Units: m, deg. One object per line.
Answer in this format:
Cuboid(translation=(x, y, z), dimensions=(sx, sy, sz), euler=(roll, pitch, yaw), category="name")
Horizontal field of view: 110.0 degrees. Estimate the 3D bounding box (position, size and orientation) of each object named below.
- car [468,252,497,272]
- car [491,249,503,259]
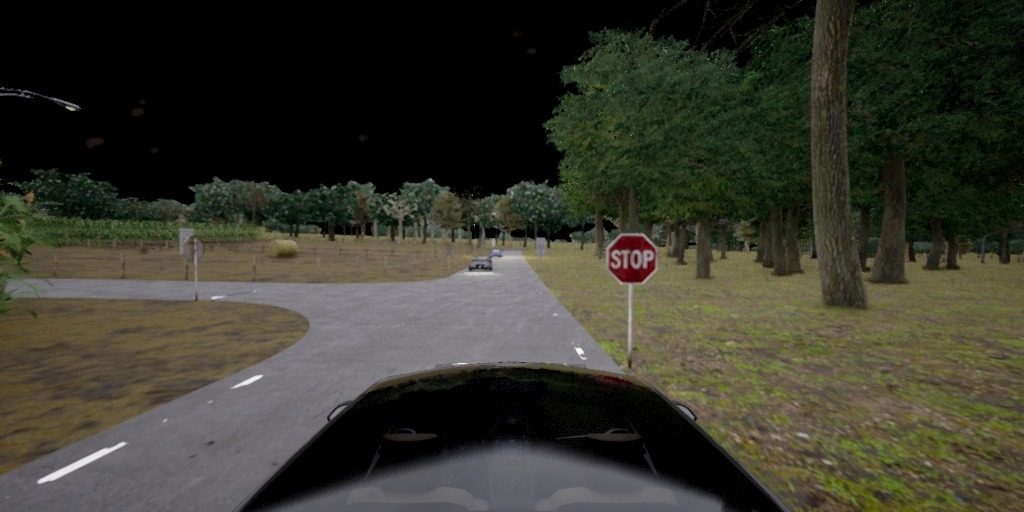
Cuboid(translation=(-2.687, 0.652, 32.101), dimensions=(1.994, 1.385, 4.181), euler=(0, 2, 0), category="car")
Cuboid(translation=(-2.629, -0.353, 58.939), dimensions=(1.812, 1.442, 4.674), euler=(0, 2, 0), category="car")
